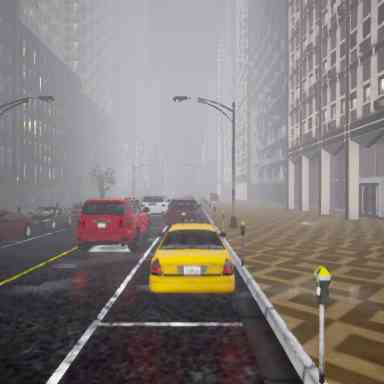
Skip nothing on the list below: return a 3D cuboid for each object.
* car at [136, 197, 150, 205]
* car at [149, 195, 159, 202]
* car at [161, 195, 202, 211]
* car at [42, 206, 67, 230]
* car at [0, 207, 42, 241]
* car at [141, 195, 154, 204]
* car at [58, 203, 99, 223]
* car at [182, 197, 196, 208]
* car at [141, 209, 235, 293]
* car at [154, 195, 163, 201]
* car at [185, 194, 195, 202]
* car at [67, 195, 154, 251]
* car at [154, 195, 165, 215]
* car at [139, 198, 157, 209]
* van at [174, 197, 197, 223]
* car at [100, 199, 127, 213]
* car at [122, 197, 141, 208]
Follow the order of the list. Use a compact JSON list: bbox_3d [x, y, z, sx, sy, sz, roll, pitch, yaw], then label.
[{"bbox_3d":[-8.843,1.569,60.458,1.802,1.307,4.206,-1,0,0],"label":"car"},{"bbox_3d":[-8.843,1.508,77.339,1.752,1.417,4.829,-1,0,0],"label":"car"},{"bbox_3d":[-0.465,1.311,20.672,2.192,1.841,5.009,-1,0,0],"label":"car"},{"bbox_3d":[-8.844,1.546,20.672,2.008,1.369,4.403,-1,0,0],"label":"car"},{"bbox_3d":[-8.843,1.541,14.989,1.887,1.381,4.507,-1,0,0],"label":"car"},{"bbox_3d":[-8.845,1.426,66.141,1.967,1.590,4.097,-1,0,0],"label":"car"},{"bbox_3d":[-8.843,1.577,26.356,1.802,1.307,4.206,-1,0,0],"label":"car"},{"bbox_3d":[-0.463,1.541,49.090,2.008,1.369,4.403,-1,0,0],"label":"car"},{"bbox_3d":[0.004,1.455,8.841,1.801,1.575,5.366,0,0,0],"label":"car"},{"bbox_3d":[-8.844,1.545,88.876,1.947,1.339,4.313,-1,0,0],"label":"car"},{"bbox_3d":[-0.465,1.298,77.509,2.192,1.841,5.009,-1,0,0],"label":"car"},{"bbox_3d":[-3.146,1.256,14.276,2.150,2.045,5.566,0,0,0],"label":"car"},{"bbox_3d":[-3.146,1.253,29.276,2.150,2.045,5.566,0,0,0],"label":"car"},{"bbox_3d":[-6.146,1.591,47.248,1.994,1.385,4.181,0,0,0],"label":"car"},{"bbox_3d":[-0.465,1.336,26.356,1.690,1.788,3.998,-1,0,0],"label":"van"},{"bbox_3d":[-8.844,1.543,37.723,2.008,1.369,4.403,-1,0,0],"label":"car"},{"bbox_3d":[-8.843,1.541,49.090,2.008,1.369,4.403,-1,0,0],"label":"car"}]
